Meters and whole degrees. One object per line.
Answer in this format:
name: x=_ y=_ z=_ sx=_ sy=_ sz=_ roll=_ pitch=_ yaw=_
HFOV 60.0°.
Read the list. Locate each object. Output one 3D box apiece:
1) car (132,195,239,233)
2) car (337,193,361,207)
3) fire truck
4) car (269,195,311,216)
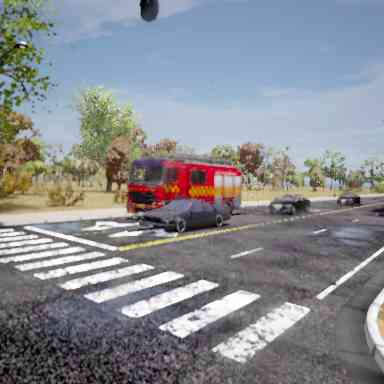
car: x=-0.107 y=1.078 z=16.502 sx=2.033 sy=1.411 sz=5.357 roll=3 pitch=2 yaw=39
car: x=18.851 y=0.865 z=39.816 sx=2.128 sy=1.511 sz=4.902 roll=3 pitch=2 yaw=39
fire truck: x=-0.105 y=-0.289 z=21.433 sx=2.891 sy=3.827 sz=8.468 roll=3 pitch=2 yaw=39
car: x=7.808 y=0.956 z=26.268 sx=2.128 sy=1.511 sz=4.902 roll=3 pitch=2 yaw=39
